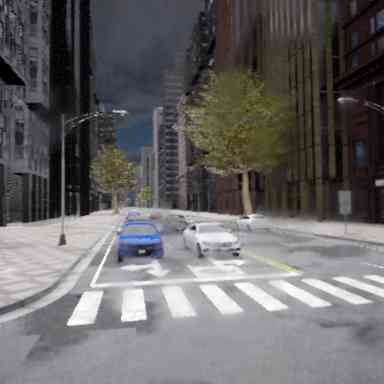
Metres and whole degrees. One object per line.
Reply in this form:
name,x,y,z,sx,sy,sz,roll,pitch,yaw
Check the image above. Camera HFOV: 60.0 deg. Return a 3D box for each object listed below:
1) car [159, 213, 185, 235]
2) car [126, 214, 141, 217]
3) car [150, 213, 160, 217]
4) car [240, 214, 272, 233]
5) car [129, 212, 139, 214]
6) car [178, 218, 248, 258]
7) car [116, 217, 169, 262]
car,-1.348,2.663,27.509,1.837,1.490,4.892,0,-2,-10
car,-4.793,2.840,28.241,1.895,1.301,4.718,0,-2,-10
car,-5.097,3.662,48.065,1.895,1.301,4.718,0,-2,-10
car,5.206,2.626,28.323,1.812,1.442,4.674,0,-2,-11
car,-8.289,3.559,47.446,1.882,1.535,5.008,0,-3,-10
car,0.812,2.177,15.908,1.812,1.442,4.674,0,-2,-13
car,-2.401,2.153,15.379,1.882,1.535,5.008,0,-2,-11
